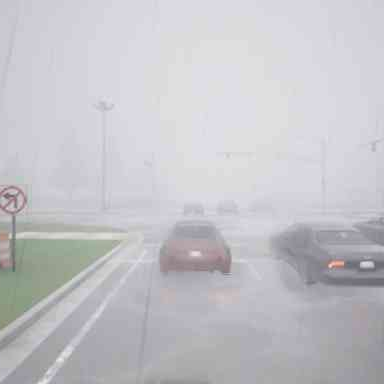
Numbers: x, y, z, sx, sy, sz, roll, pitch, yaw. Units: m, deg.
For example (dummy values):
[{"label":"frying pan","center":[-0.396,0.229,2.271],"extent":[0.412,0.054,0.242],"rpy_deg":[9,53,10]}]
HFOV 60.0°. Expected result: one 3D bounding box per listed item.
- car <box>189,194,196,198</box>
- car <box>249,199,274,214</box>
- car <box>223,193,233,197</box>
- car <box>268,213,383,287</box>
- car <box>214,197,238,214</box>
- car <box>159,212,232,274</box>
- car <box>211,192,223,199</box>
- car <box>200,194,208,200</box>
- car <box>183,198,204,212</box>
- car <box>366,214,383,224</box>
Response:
[{"label":"car","center":[0.078,1.398,93.525],"extent":[1.882,1.535,5.008],"rpy_deg":[0,0,0]},{"label":"car","center":[7.128,1.467,34.288],"extent":[2.128,1.511,4.902],"rpy_deg":[0,0,0]},{"label":"car","center":[10.578,1.421,93.516],"extent":[1.837,1.490,4.892],"rpy_deg":[0,0,0]},{"label":"car","center":[3.598,1.541,9.341],"extent":[2.033,1.411,5.357],"rpy_deg":[0,0,0]},{"label":"car","center":[3.628,1.538,34.673],"extent":[1.994,1.385,4.181],"rpy_deg":[0,0,0]},{"label":"car","center":[0.098,1.556,10.492],"extent":[1.994,1.385,4.181],"rpy_deg":[0,0,0]},{"label":"car","center":[7.078,1.448,93.936],"extent":[1.812,1.442,4.674],"rpy_deg":[0,0,0]},{"label":"car","center":[3.578,1.519,93.969],"extent":[1.895,1.301,4.718],"rpy_deg":[0,0,0]},{"label":"car","center":[0.127,1.577,32.725],"extent":[1.895,1.301,4.718],"rpy_deg":[0,0,0]},{"label":"car","center":[7.102,1.484,11.536],"extent":[2.128,1.511,4.902],"rpy_deg":[0,0,0]}]
